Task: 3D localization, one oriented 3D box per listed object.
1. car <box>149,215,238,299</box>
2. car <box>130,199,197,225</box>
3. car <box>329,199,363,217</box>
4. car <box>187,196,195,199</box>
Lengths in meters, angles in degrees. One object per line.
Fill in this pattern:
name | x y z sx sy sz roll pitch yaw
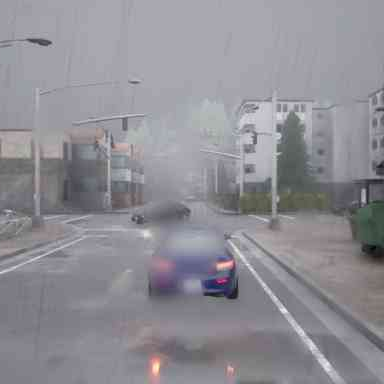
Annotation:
car | 0.039 1.526 8.314 1.812 1.442 4.674 0 0 0
car | -2.041 1.417 22.534 1.837 1.490 4.892 -2 -2 36
car | 14.213 1.301 28.113 5.008 1.535 1.882 0 0 0
car | -0.152 1.526 66.956 1.812 1.442 4.674 0 0 0
